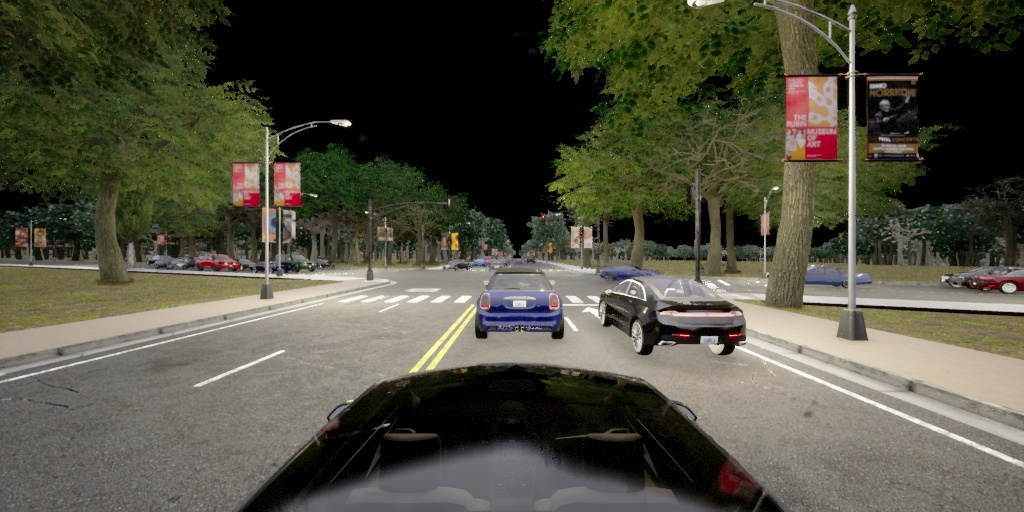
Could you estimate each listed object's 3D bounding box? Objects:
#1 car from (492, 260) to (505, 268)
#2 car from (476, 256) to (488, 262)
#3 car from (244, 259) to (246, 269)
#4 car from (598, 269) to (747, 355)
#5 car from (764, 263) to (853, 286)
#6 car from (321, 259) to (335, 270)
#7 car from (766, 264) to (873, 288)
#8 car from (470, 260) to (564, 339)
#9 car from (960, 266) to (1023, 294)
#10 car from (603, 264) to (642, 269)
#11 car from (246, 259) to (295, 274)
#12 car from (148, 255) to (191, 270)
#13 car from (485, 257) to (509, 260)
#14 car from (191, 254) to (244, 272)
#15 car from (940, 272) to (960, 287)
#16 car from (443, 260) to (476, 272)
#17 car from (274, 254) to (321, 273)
[{"bbox_3d":[-2.257,1.361,60.115,1.895,1.301,4.718,0,0,1],"label":"car"},{"bbox_3d":[-5.467,1.238,61.771,1.882,1.535,5.008,0,0,1],"label":"car"},{"bbox_3d":[-34.652,1.077,46.027,4.892,1.490,1.837,0,0,24],"label":"car"},{"bbox_3d":[3.437,1.242,8.649,2.128,1.511,4.902,0,0,0],"label":"car"},{"bbox_3d":[22.635,1.375,27.698,4.902,1.511,2.128,0,0,26],"label":"car"},{"bbox_3d":[-26.827,1.103,49.814,4.892,1.490,1.837,0,0,24],"label":"car"},{"bbox_3d":[21.167,1.430,24.829,5.357,1.411,2.033,0,0,21],"label":"car"},{"bbox_3d":[0.202,1.102,10.240,2.097,1.767,4.553,0,0,1],"label":"car"},{"bbox_3d":[30.324,1.417,20.710,5.008,1.535,1.882,0,0,24],"label":"car"},{"bbox_3d":[8.930,1.341,27.193,4.674,1.442,1.812,0,0,36],"label":"car"},{"bbox_3d":[-25.991,1.227,38.572,4.718,1.301,1.895,0,0,27],"label":"car"},{"bbox_3d":[-44.754,1.021,47.001,4.902,1.511,2.128,0,0,25],"label":"car"},{"bbox_3d":[-2.033,1.242,45.841,2.128,1.511,4.902,0,0,-6],"label":"car"},{"bbox_3d":[-35.051,0.797,42.636,5.566,2.045,2.150,1,0,24],"label":"car"},{"bbox_3d":[31.845,1.431,23.588,4.902,1.511,2.128,0,0,24],"label":"car"},{"bbox_3d":[-7.287,1.249,48.002,2.128,1.511,4.902,0,0,24],"label":"car"},{"bbox_3d":[-25.494,0.843,41.929,5.566,2.045,2.150,0,0,24],"label":"car"}]
